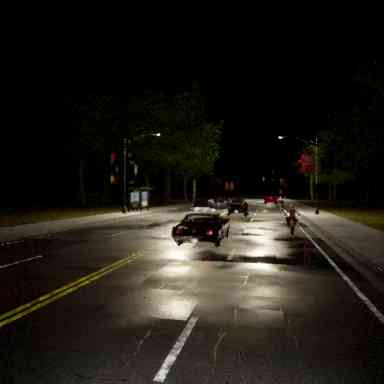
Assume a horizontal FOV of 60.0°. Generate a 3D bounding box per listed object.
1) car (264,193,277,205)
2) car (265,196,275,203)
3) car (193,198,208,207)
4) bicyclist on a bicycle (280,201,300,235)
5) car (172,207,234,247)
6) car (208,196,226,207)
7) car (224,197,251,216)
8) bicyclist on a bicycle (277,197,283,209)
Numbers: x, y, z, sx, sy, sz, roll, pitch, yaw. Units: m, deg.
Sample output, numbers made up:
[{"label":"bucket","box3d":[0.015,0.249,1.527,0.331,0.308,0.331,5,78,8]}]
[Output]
[{"label":"car","box3d":[14.357,1.235,60.651,2.150,2.045,5.566,0,0,12]},{"label":"car","box3d":[16.922,1.556,72.311,2.033,1.411,5.357,0,0,13]},{"label":"car","box3d":[1.536,1.570,49.242,1.994,1.385,4.181,0,0,13]},{"label":"bicyclist on a bicycle","box3d":[5.298,1.437,17.650,0.866,1.612,1.509,0,0,13]},{"label":"car","box3d":[0.603,1.601,15.175,1.895,1.301,4.718,0,0,13]},{"label":"car","box3d":[3.904,1.357,45.038,2.097,1.767,4.553,0,0,13]},{"label":"car","box3d":[4.602,1.507,32.635,1.837,1.490,4.892,0,0,13]},{"label":"bicyclist on a bicycle","box3d":[9.253,1.374,34.833,0.659,1.776,1.843,0,0,13]}]
